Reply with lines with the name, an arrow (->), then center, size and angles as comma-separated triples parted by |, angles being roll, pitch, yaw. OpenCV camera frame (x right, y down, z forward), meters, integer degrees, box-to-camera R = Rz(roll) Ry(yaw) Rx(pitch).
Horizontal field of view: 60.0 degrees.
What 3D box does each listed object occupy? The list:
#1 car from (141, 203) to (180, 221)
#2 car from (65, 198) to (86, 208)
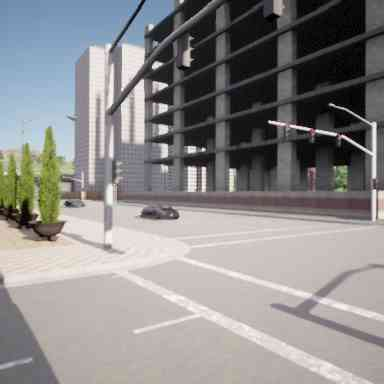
car -> -2.821, 1.701, 28.974 | 1.994, 1.385, 4.181 | 0, 0, -35
car -> -17.733, 1.687, 50.436 | 2.033, 1.411, 5.357 | 0, 0, -35
